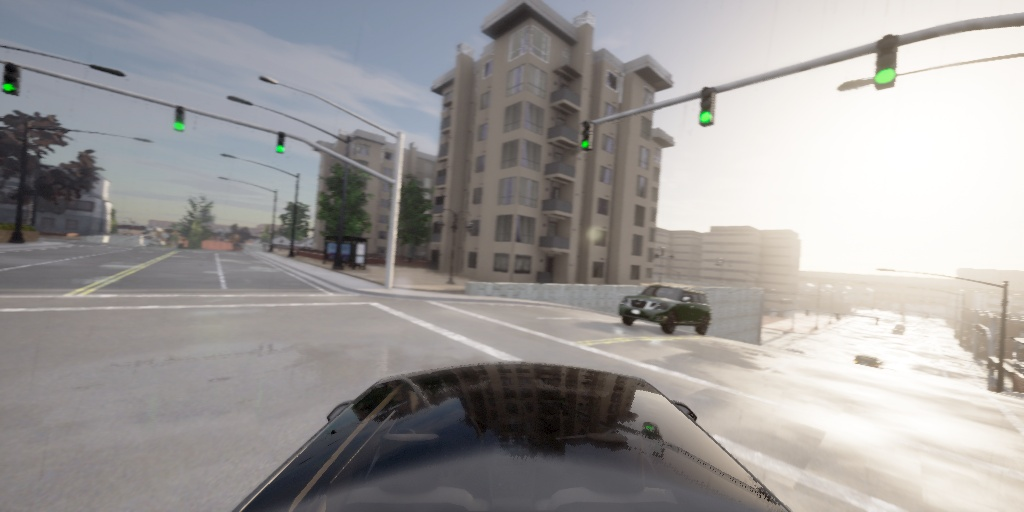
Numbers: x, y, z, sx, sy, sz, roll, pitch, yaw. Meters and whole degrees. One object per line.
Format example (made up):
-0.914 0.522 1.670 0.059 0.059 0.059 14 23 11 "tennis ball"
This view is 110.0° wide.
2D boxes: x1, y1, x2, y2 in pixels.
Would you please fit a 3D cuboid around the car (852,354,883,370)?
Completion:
40.942 12.478 41.302 5.566 2.045 2.150 11 -5 -39 "car"

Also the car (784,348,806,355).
26.066 9.317 33.048 4.674 1.442 1.812 20 -11 -39 "car"

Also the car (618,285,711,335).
7.210 2.380 16.524 5.566 2.045 2.150 12 -5 -40 "car"
